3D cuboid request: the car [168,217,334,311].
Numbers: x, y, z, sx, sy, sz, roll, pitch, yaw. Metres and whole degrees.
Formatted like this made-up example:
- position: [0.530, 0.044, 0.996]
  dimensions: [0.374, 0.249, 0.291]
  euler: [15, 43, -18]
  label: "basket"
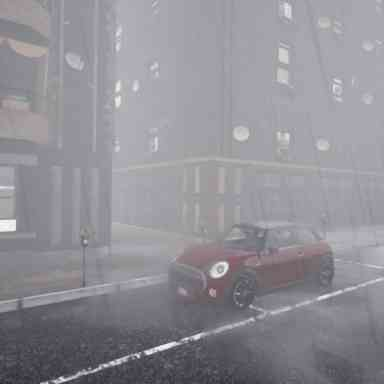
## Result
- position: [1.446, 1.441, 7.734]
  dimensions: [4.097, 1.590, 1.967]
  euler: [0, 1, -35]
  label: "car"
